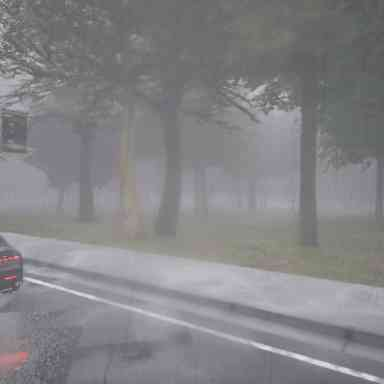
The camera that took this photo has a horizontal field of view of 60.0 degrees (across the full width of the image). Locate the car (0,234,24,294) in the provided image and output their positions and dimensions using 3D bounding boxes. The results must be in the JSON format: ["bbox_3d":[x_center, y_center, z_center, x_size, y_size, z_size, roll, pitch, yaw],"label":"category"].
[{"bbox_3d":[-5.676,1.496,7.635,4.892,1.490,1.837,0,0,38],"label":"car"}]
